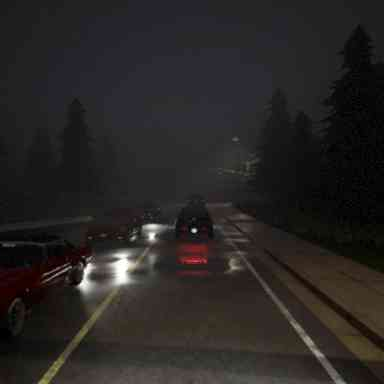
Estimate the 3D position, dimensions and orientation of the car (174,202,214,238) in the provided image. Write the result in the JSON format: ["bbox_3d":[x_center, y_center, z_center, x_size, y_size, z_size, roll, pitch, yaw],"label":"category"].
[{"bbox_3d":[0.114,1.507,17.677,1.837,1.490,4.892,0,0,0],"label":"car"}]

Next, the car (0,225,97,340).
[{"bbox_3d":[-3.595,1.602,6.670,1.895,1.301,4.718,0,0,0],"label":"car"}]

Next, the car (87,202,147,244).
[{"bbox_3d":[-3.569,1.480,15.952,1.882,1.535,5.008,0,0,0],"label":"car"}]

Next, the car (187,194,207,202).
[{"bbox_3d":[0.546,1.224,39.975,2.150,2.045,5.566,0,0,2],"label":"car"}]

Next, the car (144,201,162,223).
[{"bbox_3d":[-3.453,1.508,25.973,1.837,1.490,4.892,0,0,1],"label":"car"}]
